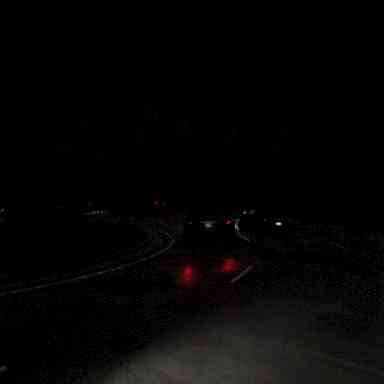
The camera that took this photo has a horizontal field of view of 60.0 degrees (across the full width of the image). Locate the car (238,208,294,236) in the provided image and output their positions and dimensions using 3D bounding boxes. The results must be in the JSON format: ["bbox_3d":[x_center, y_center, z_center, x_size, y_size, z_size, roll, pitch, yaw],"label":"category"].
[{"bbox_3d":[3.886,1.556,18.420,1.994,1.385,4.181,0,0,-11],"label":"car"}]

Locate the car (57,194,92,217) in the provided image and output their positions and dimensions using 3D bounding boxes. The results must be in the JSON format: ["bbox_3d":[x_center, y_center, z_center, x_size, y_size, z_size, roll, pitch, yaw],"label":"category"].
[{"bbox_3d":[-11.963,1.215,30.051,5.566,2.045,2.150,0,0,-7],"label":"car"}]

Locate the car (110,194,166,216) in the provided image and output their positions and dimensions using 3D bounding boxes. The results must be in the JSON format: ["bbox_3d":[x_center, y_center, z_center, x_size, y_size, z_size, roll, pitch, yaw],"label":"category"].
[{"bbox_3d":[-5.350,1.214,32.884,5.566,2.045,2.150,0,0,17],"label":"car"}]

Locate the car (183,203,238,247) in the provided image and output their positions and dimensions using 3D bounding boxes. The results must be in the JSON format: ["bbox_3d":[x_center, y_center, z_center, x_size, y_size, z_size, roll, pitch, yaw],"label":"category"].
[{"bbox_3d":[0.761,1.347,15.190,2.097,1.767,4.553,0,0,3],"label":"car"}]

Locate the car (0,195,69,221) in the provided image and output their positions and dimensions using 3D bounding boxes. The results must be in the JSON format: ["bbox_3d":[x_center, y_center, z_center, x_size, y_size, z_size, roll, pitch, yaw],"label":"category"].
[{"bbox_3d":[-12.471,1.348,26.199,4.553,1.767,2.097,0,0,-8],"label":"car"}]
